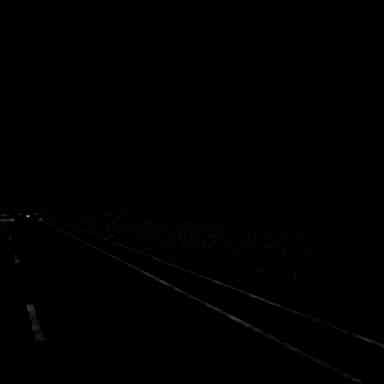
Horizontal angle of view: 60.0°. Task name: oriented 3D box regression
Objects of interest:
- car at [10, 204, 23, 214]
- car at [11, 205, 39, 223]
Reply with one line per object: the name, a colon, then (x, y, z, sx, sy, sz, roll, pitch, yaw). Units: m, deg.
car: (-22.307, 2.355, 42.885, 1.837, 1.490, 4.892, 1, -1, -30)
car: (-15.946, 2.198, 31.976, 1.994, 1.385, 4.181, 1, -1, -31)
